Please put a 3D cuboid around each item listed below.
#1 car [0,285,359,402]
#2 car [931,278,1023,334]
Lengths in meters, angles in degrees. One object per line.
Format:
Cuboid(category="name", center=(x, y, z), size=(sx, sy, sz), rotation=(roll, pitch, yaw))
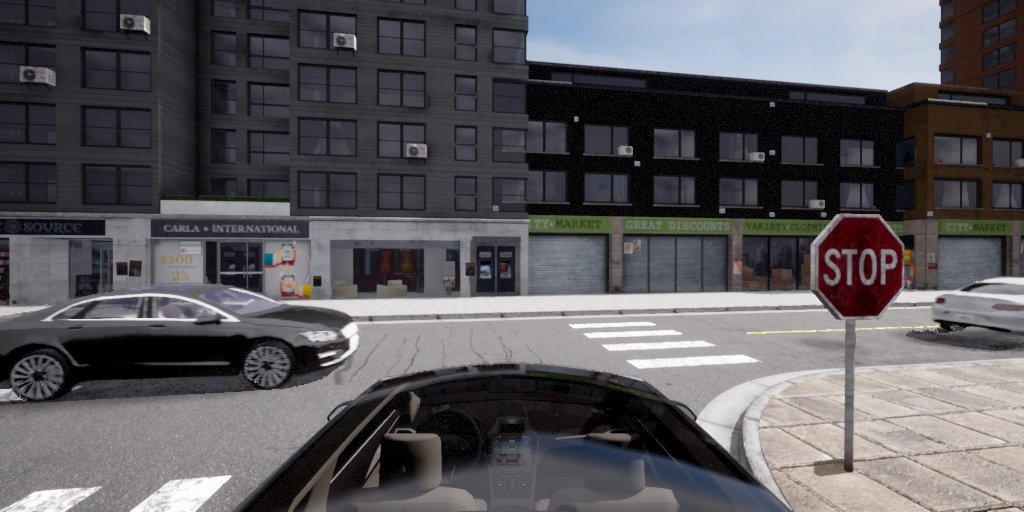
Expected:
Cuboid(category="car", center=(-5.220, 1.243, 5.974), size=(4.902, 1.511, 2.128), rotation=(0, 0, -8))
Cuboid(category="car", center=(12.771, 1.246, 8.648), size=(4.674, 1.442, 1.812), rotation=(0, 0, -8))
